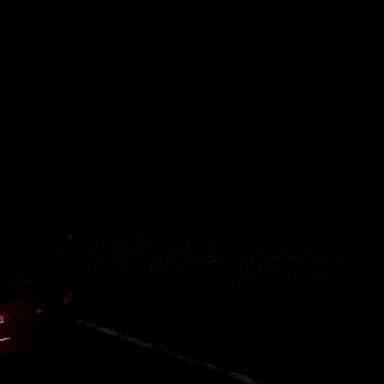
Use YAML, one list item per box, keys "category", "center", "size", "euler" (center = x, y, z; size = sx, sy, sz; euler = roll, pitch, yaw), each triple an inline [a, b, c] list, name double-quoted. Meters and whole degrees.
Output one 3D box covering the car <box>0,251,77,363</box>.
- category: "car"
  center: [-3.588, 1.643, 5.405]
  size: [4.206, 1.307, 1.802]
  euler: [-1, 0, 35]
